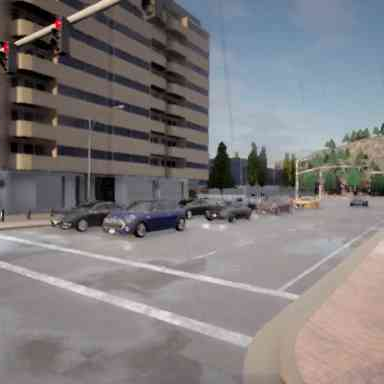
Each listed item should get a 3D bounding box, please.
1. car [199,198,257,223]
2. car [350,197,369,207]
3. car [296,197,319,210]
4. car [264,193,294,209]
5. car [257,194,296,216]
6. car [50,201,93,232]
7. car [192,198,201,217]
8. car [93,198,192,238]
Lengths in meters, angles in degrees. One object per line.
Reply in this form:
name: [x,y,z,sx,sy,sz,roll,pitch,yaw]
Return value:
car: [2.656,1.383,23.844,1.994,1.385,4.181,1,1,36]
car: [23.951,1.411,47.658,1.994,1.385,4.181,1,1,35]
car: [13.602,1.277,39.327,1.882,1.535,5.008,1,1,35]
car: [10.890,1.093,41.549,2.097,1.767,4.553,1,1,36]
car: [7.575,1.162,30.819,2.097,1.767,4.553,1,1,35]
car: [-5.385,1.275,18.511,1.837,1.490,4.892,1,1,35]
car: [-0.078,1.265,26.046,1.837,1.490,4.892,1,1,35]
car: [-2.312,1.180,16.792,2.097,1.767,4.553,1,1,35]
